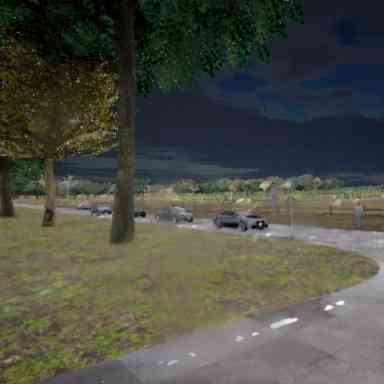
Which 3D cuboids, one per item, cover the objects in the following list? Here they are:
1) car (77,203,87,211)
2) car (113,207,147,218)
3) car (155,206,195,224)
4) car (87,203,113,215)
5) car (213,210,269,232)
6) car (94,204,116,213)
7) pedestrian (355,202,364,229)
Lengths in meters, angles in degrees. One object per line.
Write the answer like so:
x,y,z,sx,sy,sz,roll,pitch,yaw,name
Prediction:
-19.789,2.730,61.508,1.994,1.385,4.181,-1,0,-36,car
-6.968,2.349,38.219,1.895,1.301,4.718,-1,0,-35,car
-1.670,2.088,30.692,1.837,1.490,4.892,-1,-1,-35,car
-12.648,2.485,46.335,1.994,1.385,4.181,-1,0,-35,car
3.367,1.986,23.551,1.994,1.385,4.181,-1,-1,-35,car
-13.928,2.594,53.199,1.895,1.301,4.718,-1,0,-35,car
11.349,1.564,22.587,0.375,1.860,0.375,-2,1,-35,pedestrian
